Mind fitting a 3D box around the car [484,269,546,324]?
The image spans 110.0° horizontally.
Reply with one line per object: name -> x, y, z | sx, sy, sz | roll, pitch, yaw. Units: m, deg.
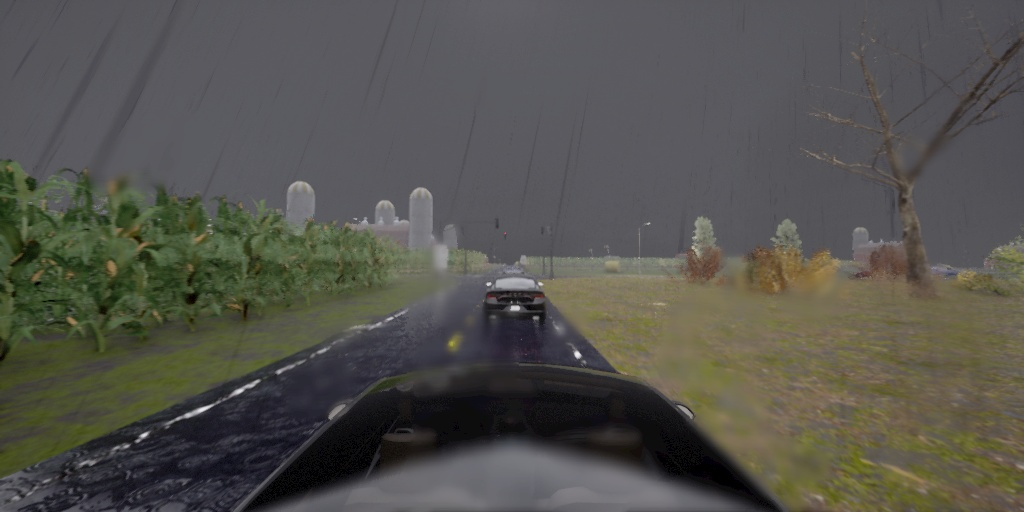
car -> 0.098, 1.366, 12.601 | 1.882, 1.535, 5.008 | 0, -1, 0
